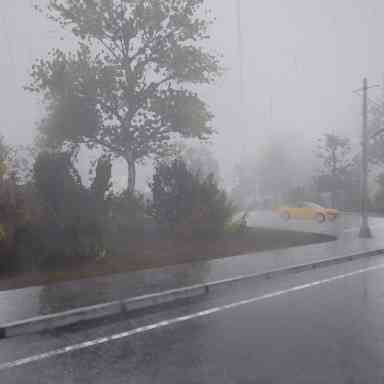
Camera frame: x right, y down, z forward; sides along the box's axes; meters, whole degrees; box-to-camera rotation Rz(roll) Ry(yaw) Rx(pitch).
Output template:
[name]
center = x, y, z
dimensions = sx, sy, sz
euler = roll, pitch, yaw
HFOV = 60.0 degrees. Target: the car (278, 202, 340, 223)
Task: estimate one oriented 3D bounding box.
[car]
center = 9.339, 1.566, 26.883
dimensions = 1.882, 1.535, 5.008
euler = 0, -1, -39
